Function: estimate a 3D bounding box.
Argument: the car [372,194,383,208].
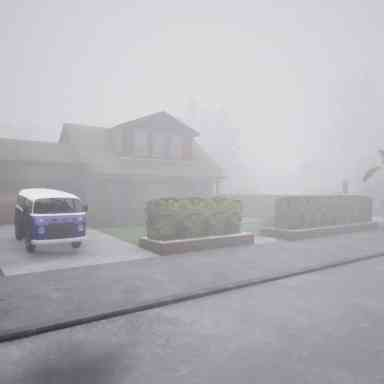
[{"bbox_3d":[24.038,0.986,40.783,3.866,1.878,1.905,0,0,0],"label":"car"}]
